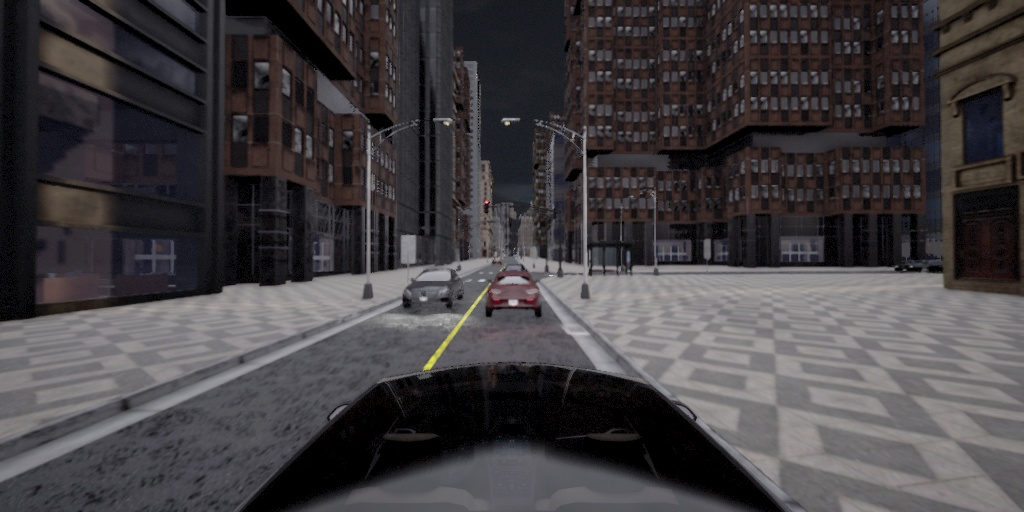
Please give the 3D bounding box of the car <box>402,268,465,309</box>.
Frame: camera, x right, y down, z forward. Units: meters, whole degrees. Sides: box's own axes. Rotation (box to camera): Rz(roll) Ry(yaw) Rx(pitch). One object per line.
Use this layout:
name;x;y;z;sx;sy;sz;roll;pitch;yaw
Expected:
car;-3.078;1.240;14.850;1.812;1.442;4.674;0;0;0

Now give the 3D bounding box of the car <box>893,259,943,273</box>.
car;38.407;1.001;33.041;4.718;1.301;1.895;0;-1;0

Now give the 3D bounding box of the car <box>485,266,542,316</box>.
car;0.061;1.247;13.043;1.812;1.442;4.674;0;-1;1

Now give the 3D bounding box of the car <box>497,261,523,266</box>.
car;0.286;1.246;26.244;1.994;1.385;4.181;0;0;6
